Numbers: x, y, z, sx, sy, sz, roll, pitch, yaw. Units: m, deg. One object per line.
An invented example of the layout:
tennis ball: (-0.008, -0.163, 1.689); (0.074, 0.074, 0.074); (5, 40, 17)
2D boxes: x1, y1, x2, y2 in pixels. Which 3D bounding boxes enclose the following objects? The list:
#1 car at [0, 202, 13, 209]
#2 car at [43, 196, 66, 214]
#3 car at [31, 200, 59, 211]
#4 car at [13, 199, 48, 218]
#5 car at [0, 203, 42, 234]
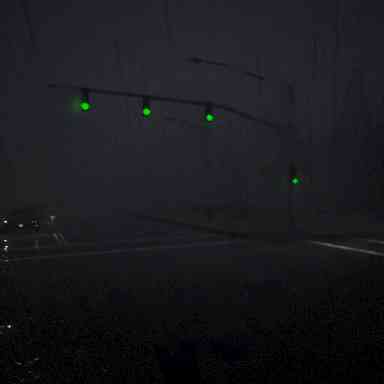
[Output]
car: (-19.513, 1.811, 35.018); (1.837, 1.490, 4.892); (-1, 0, -11)
car: (-16.925, 1.508, 40.217); (2.150, 2.045, 5.566); (-1, 0, -6)
car: (-20.687, 1.874, 47.105); (1.812, 1.442, 4.674); (-1, 0, 2)
car: (-14.320, 1.712, 29.730); (1.882, 1.535, 5.008); (-1, 0, -19)
car: (-10.651, 1.676, 21.037); (1.837, 1.490, 4.892); (-1, 0, -24)
